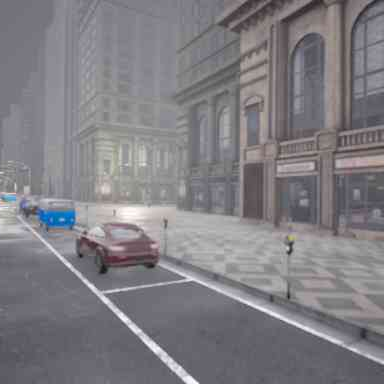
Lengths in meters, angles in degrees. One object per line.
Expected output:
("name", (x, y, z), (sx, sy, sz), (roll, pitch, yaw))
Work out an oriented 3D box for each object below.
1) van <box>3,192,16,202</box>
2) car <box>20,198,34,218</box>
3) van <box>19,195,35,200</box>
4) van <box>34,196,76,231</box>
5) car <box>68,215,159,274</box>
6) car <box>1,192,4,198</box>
("van", (-36.294, 1.106, 66.679), (1.690, 1.788, 3.998), (1, 0, -31))
("car", (-13.839, 1.459, 29.413), (1.887, 1.381, 4.507), (1, 0, -31))
("van", (-16.685, 1.235, 34.147), (1.690, 1.788, 3.998), (1, 0, -31))
("van", (-8.136, 1.299, 19.947), (1.690, 1.788, 3.998), (1, 0, -31))
("car", (-2.441, 1.584, 10.479), (1.802, 1.307, 4.206), (1, 0, -31))
("car", (-41.882, 1.278, 75.952), (1.887, 1.381, 4.507), (1, 0, -31))
